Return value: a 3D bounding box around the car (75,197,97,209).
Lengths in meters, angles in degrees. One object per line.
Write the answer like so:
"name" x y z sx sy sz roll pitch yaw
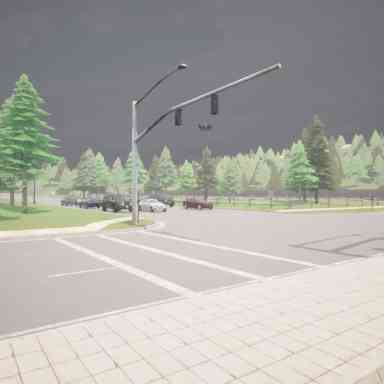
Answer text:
"car" -14.148 1.601 45.801 1.895 1.301 4.718 0 0 -35

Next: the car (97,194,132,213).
"car" -8.522 1.221 37.813 2.150 2.045 5.566 0 0 -36

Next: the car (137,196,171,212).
"car" -4.653 1.526 38.412 1.812 1.442 4.674 0 0 -35

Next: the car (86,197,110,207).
"car" -15.163 1.547 53.341 2.033 1.411 5.357 0 0 -35

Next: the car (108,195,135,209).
"car" -9.707 1.352 45.570 2.097 1.767 4.553 0 0 -35

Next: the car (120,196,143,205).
"car" -10.965 1.547 59.583 2.033 1.411 5.357 0 0 -35

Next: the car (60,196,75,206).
"car" -20.070 1.505 54.254 1.837 1.490 4.892 0 0 -35

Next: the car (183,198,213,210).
"car" 0.734 1.478 42.888 1.882 1.535 5.008 0 0 -35

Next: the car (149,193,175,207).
"car" -4.842 1.221 50.820 2.150 2.045 5.566 0 0 -35
